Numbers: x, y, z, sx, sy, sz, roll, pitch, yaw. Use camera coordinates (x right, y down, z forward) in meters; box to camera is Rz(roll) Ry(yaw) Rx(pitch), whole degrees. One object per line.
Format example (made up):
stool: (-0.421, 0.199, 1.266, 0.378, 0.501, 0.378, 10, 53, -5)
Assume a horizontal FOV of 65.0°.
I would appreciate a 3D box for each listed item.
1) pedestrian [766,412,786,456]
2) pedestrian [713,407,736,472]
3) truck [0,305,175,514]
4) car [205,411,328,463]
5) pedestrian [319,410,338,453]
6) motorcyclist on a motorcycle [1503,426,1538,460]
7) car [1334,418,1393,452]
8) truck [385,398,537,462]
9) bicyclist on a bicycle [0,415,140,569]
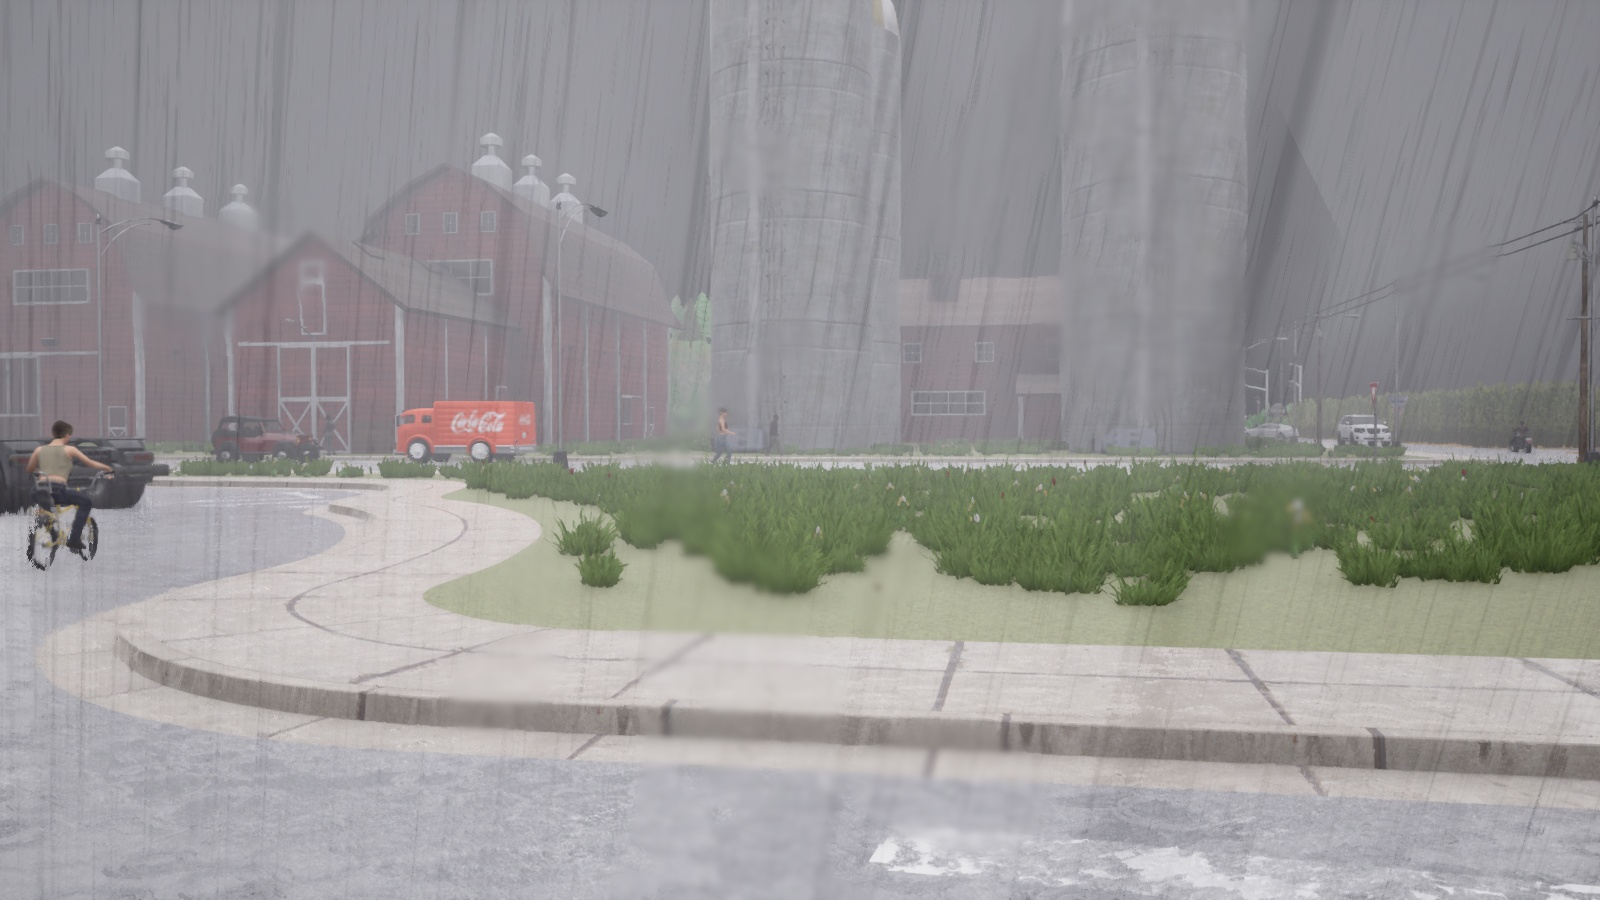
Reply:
pedestrian: (-1.013, -0.664, 53.002, 0.703, 1.840, 0.431, 1, 1, 34)
pedestrian: (-2.153, -0.302, 35.978, 0.594, 1.836, 0.345, 0, 1, 9)
truck: (-15.863, -0.752, 23.823, 7.936, 3.462, 2.891, 1, 1, 26)
car: (-20.157, -0.506, 47.512, 3.866, 1.878, 1.905, 1, 1, 10)
pedestrian: (-20.891, -0.826, 55.652, 0.666, 1.930, 0.402, 1, 1, 20)
motorcyclist on a motorcycle: (36.002, -0.379, 62.796, 0.766, 1.649, 2.350, 1, 1, 11)
car: (35.505, -0.967, 79.236, 2.150, 2.045, 5.566, 1, 1, 11)
truck: (-13.408, -0.804, 49.903, 5.204, 2.467, 2.627, 1, 1, 10)
bicyclist on a bicycle: (-8.104, 0.421, 13.933, 0.866, 1.612, 1.509, -1, 1, -6)
